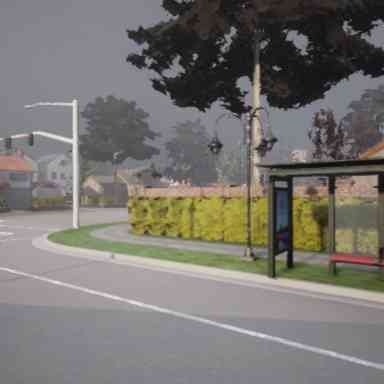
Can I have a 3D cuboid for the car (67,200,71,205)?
[{"bbox_3d":[-20.280,1.508,50.632,3.806,1.475,1.970,0,0,36],"label":"car"}]
